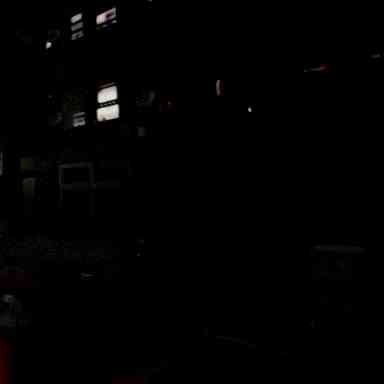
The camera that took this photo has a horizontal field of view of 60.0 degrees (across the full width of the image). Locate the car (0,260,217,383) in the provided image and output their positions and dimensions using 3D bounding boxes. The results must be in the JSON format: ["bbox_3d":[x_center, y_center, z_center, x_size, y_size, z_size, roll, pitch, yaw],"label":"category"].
[{"bbox_3d":[-1.879,1.515,3.986,4.507,1.381,1.887,0,-1,33],"label":"car"}]
